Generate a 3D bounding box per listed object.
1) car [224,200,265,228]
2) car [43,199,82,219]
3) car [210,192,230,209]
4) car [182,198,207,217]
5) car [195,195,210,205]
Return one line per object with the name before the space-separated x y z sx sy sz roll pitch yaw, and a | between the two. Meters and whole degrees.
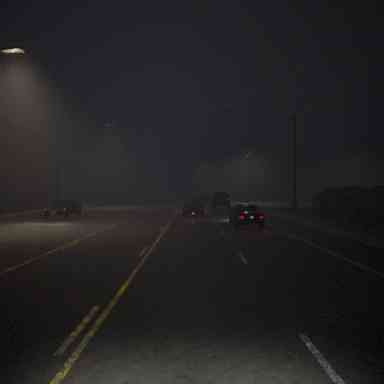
car | 3.600 1.555 22.531 2.033 1.411 5.357 0 0 0
car | -10.502 1.292 27.448 1.812 1.442 4.674 0 1 0
car | 3.689 1.035 42.094 2.150 2.045 5.566 0 1 3
car | 0.098 1.527 30.924 1.895 1.301 4.718 0 1 0
car | 1.754 1.233 47.579 1.882 1.535 5.008 -1 0 31
